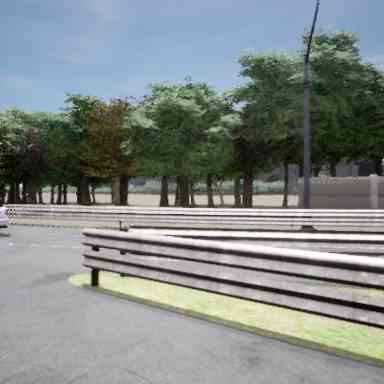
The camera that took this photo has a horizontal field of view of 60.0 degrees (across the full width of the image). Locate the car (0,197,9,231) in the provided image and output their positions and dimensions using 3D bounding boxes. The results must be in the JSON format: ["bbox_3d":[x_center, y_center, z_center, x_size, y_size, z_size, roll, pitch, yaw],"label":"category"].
[{"bbox_3d":[-12.306,1.227,17.259,5.566,2.045,2.150,0,0,15],"label":"car"}]
